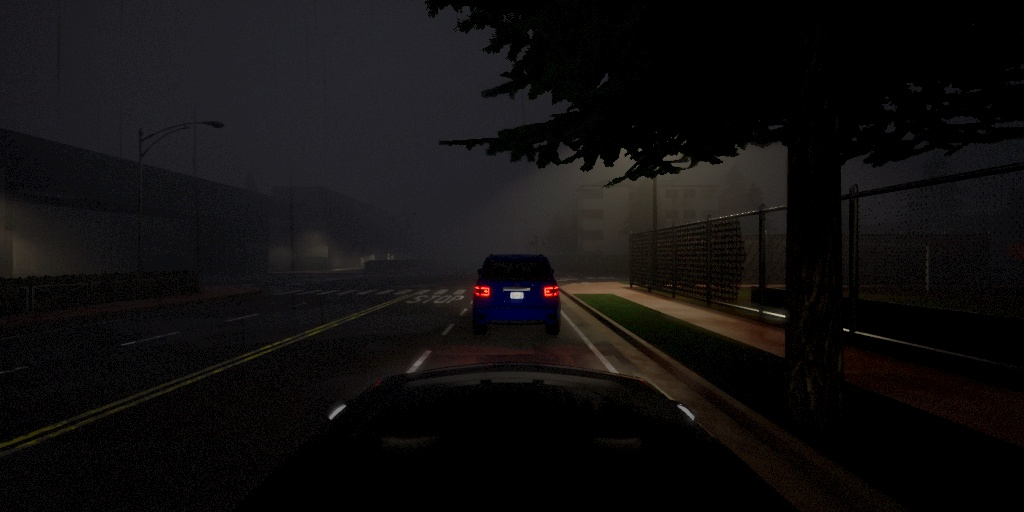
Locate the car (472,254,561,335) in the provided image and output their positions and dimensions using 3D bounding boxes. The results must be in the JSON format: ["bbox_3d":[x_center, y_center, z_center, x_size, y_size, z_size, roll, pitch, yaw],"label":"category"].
[{"bbox_3d":[0.115,0.972,10.673,2.150,2.045,5.566,0,0,0],"label":"car"}]

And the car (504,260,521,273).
[{"bbox_3d":[0.025,1.242,45.548,2.128,1.511,4.902,0,0,0],"label":"car"}]
